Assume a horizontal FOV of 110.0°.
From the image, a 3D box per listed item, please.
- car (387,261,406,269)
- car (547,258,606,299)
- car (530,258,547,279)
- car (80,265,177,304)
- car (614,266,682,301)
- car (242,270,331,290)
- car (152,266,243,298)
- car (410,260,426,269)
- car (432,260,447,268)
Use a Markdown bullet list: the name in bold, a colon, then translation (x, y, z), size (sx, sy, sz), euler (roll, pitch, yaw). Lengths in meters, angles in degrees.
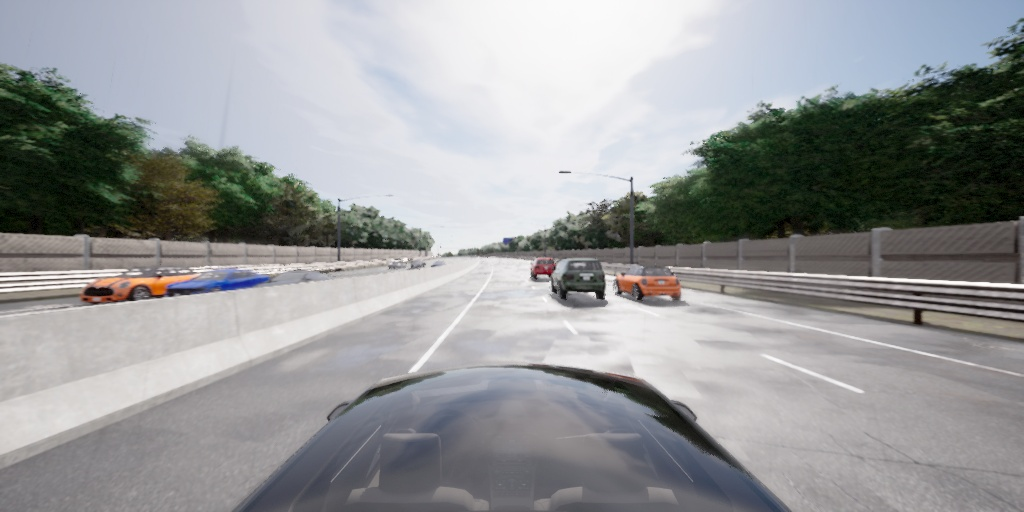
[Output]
- **car**: translation (-18.959, 1.490, 58.994), size (1.895, 1.301, 4.718), euler (0, 0, -2)
- **car**: translation (3.451, 1.151, 19.439), size (2.150, 2.045, 5.566), euler (0, 0, -1)
- **car**: translation (3.087, 1.218, 35.885), size (2.150, 2.045, 5.566), euler (0, 0, -2)
- **car**: translation (-17.726, 1.271, 17.519), size (2.097, 1.767, 4.553), euler (0, 0, -1)
- **car**: translation (6.954, 1.278, 18.890), size (2.097, 1.767, 4.553), euler (0, 0, -1)
- **car**: translation (-10.729, 1.447, 17.910), size (1.812, 1.442, 4.674), euler (0, 0, -1)
- **car**: translation (-14.226, 1.397, 17.698), size (1.882, 1.535, 5.008), euler (0, 0, -1)
- **car**: translation (-15.481, 1.382, 59.362), size (2.128, 1.511, 4.902), euler (0, 0, -2)
- **car**: translation (-11.969, 1.442, 59.461), size (2.033, 1.411, 5.357), euler (0, 0, -2)
